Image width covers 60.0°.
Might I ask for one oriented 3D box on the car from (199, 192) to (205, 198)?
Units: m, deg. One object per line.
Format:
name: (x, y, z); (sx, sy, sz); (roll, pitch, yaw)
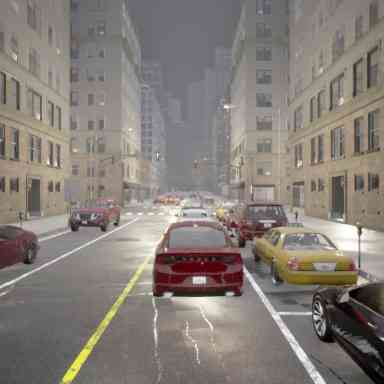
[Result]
car: (2.899, 1.272, 68.877); (1.752, 1.417, 4.829); (1, 0, 0)

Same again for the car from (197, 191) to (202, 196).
car: (2.941, 1.024, 90.400); (1.967, 1.590, 4.097); (1, 0, 0)

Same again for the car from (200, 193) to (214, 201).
car: (2.877, 1.368, 57.860); (2.008, 1.369, 4.403); (0, 0, 0)

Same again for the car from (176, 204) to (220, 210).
car: (0.129, 1.510, 16.113); (1.812, 1.442, 4.674); (0, 0, 0)

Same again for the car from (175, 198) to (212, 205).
car: (0.121, 1.454, 25.256); (2.128, 1.511, 4.902); (0, 0, 0)

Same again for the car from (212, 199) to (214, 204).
car: (2.815, 1.486, 25.926); (1.752, 1.417, 4.829); (0, 0, 0)

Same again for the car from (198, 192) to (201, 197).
car: (2.919, 1.250, 79.556); (1.802, 1.307, 4.206); (1, 0, 0)

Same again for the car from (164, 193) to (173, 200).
car: (-5.605, 1.108, 79.577); (1.967, 1.590, 4.097); (1, 0, 0)

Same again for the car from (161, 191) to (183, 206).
car: (-3.051, 1.204, 51.711); (2.097, 1.767, 4.553); (0, 0, 2)

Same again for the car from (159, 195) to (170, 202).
car: (-5.627, 1.292, 68.731); (1.887, 1.381, 4.507); (1, 0, 0)

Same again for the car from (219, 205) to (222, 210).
car: (2.805, 1.558, 20.202); (1.802, 1.307, 4.206); (0, 0, 0)

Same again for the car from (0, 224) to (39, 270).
car: (-5.743, 1.577, 9.120); (1.802, 1.307, 4.206); (0, 0, 0)

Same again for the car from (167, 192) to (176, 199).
car: (-5.583, 0.899, 90.422); (2.192, 1.841, 5.009); (1, 0, 0)

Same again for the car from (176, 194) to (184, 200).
car: (-2.849, 1.184, 80.714); (1.812, 1.442, 4.674); (0, 0, 0)

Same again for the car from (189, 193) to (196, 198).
car: (0.175, 1.061, 93.182); (1.837, 1.490, 4.892); (0, 0, 0)

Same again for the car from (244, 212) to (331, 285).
car: (2.784, 1.520, 9.267); (1.752, 1.417, 4.829); (0, 0, 0)

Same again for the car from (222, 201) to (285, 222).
car: (2.795, 1.302, 14.651); (2.192, 1.841, 5.009); (0, 0, 0)

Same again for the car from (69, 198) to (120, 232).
car: (-5.720, 1.291, 20.226); (2.192, 1.841, 5.009); (0, 0, 0)

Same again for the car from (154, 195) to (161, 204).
car: (-5.648, 1.362, 57.884); (1.887, 1.381, 4.507); (0, 0, 0)

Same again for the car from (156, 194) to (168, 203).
car: (-5.636, 1.224, 63.308); (1.967, 1.590, 4.097); (1, 0, 0)

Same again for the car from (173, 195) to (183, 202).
car: (-2.868, 1.288, 70.445); (1.994, 1.385, 4.181); (0, 0, 0)

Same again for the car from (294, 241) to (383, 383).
car: (2.772, 1.566, 3.546); (1.947, 1.339, 4.313); (0, 0, 0)

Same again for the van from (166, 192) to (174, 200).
van: (-5.593, 0.968, 84.999); (1.690, 1.788, 3.998); (1, 0, 0)

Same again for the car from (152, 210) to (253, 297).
car: (0.088, 1.473, 8.612); (1.882, 1.535, 5.008); (0, 0, -1)
